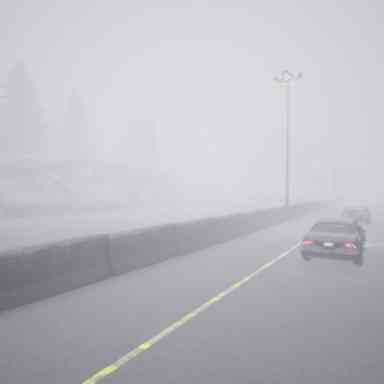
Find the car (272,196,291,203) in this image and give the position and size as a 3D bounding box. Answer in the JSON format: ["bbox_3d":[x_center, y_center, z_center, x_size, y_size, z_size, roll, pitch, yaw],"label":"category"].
[{"bbox_3d":[17.580,1.390,63.693,2.033,1.411,5.357,0,1,29],"label":"car"}]

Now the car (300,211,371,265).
[{"bbox_3d":[5.347,1.653,12.245,2.033,1.411,5.357,0,0,29],"label":"car"}]

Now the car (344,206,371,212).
[{"bbox_3d":[12.909,1.750,26.011,1.895,1.301,4.718,0,0,29],"label":"car"}]

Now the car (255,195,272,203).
[{"bbox_3d":[14.500,1.305,65.355,1.882,1.535,5.008,0,1,29],"label":"car"}]

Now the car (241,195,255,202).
[{"bbox_3d":[11.434,1.367,67.029,1.994,1.385,4.181,0,1,29],"label":"car"}]

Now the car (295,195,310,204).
[{"bbox_3d":[20.643,1.386,62.022,1.812,1.442,4.674,0,1,29],"label":"car"}]
